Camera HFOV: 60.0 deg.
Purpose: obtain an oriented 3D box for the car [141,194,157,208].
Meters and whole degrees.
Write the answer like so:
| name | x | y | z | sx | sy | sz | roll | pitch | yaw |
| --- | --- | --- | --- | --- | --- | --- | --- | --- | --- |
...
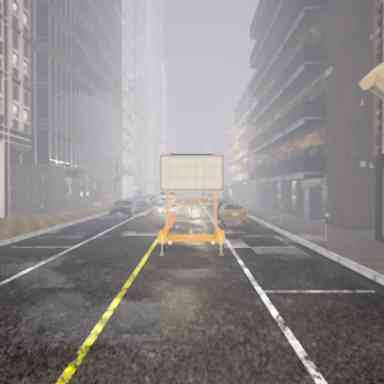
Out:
| name | x | y | z | sx | sy | sz | roll | pitch | yaw |
| --- | --- | --- | --- | --- | --- | --- | --- | --- | --- |
| car | -5.731 | 1.173 | 39.502 | 2.008 | 1.369 | 4.403 | 0 | 1 | 0 |

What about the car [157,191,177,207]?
| name | x | y | z | sx | sy | sz | roll | pitch | yaw |
| --- | --- | --- | --- | --- | --- | --- | --- | --- | --- |
| car | -3.128 | 0.815 | 42.850 | 2.150 | 2.045 | 5.566 | 0 | 0 | 0 |

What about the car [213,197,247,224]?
| name | x | y | z | sx | sy | sz | roll | pitch | yaw |
| --- | --- | --- | --- | --- | --- | --- | --- | --- | --- |
| car | 2.667 | 1.304 | 22.736 | 1.752 | 1.417 | 4.829 | 0 | 1 | 0 |

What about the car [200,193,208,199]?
| name | x | y | z | sx | sy | sz | roll | pitch | yaw |
| --- | --- | --- | --- | --- | --- | --- | --- | --- | --- |
| car | 2.613 | 0.898 | 73.402 | 1.802 | 1.307 | 4.206 | 0 | 1 | 0 |

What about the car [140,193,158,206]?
| name | x | y | z | sx | sy | sz | roll | pitch | yaw |
| --- | --- | --- | --- | --- | --- | --- | --- | --- | --- |
| car | -5.738 | 1.011 | 45.151 | 1.967 | 1.590 | 4.097 | 0 | 1 | 0 |

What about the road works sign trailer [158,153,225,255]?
| name | x | y | z | sx | sy | sz | roll | pitch | yaw |
| --- | --- | --- | --- | --- | --- | --- | --- | --- | --- |
| road works sign trailer | -0.013 | 0.340 | 12.616 | 2.380 | 3.560 | 2.880 | 0 | 1 | 0 |

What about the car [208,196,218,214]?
| name | x | y | z | sx | sy | sz | roll | pitch | yaw |
| --- | --- | --- | --- | --- | --- | --- | --- | --- | --- |
| car | 2.662 | 1.293 | 28.215 | 1.947 | 1.339 | 4.313 | 0 | 1 | 0 |

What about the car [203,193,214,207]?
| name | x | y | z | sx | sy | sz | roll | pitch | yaw |
| --- | --- | --- | --- | --- | --- | --- | --- | --- | --- |
| car | 2.649 | 1.173 | 39.512 | 2.008 | 1.369 | 4.403 | 0 | 1 | 0 |

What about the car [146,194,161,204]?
| name | x | y | z | sx | sy | sz | roll | pitch | yaw |
| --- | --- | --- | --- | --- | --- | --- | --- | --- | --- |
| car | -5.743 | 1.047 | 50.629 | 1.752 | 1.417 | 4.829 | 0 | 1 | 0 |

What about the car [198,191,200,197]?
| name | x | y | z | sx | sy | sz | roll | pitch | yaw |
| --- | --- | --- | --- | --- | --- | --- | --- | --- | --- |
| car | 2.626 | 0.733 | 62.103 | 2.192 | 1.841 | 5.009 | 0 | 1 | 0 |

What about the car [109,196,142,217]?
| name | x | y | z | sx | sy | sz | roll | pitch | yaw |
| --- | --- | --- | --- | --- | --- | --- | --- | --- | --- |
| car | -5.720 | 1.293 | 28.206 | 1.947 | 1.339 | 4.313 | 0 | 1 | 0 |

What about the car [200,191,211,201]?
| name | x | y | z | sx | sy | sz | roll | pitch | yaw |
| --- | --- | --- | --- | --- | --- | --- | --- | --- | --- |
| car | 2.637 | 0.960 | 50.807 | 1.967 | 1.590 | 4.097 | 0 | 1 | 0 |
